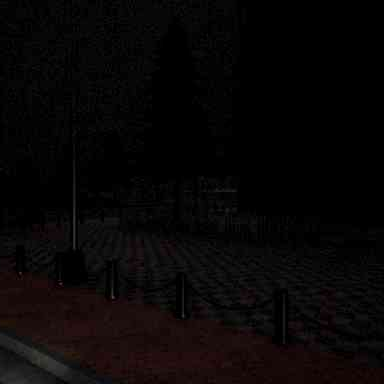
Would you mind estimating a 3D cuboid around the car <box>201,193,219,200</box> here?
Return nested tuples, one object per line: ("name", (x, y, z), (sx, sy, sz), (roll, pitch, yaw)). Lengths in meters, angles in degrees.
("car", (5.195, 1.384, 91.438), (3.806, 1.475, 1.970), (0, 0, 35))

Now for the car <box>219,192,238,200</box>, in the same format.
("car", (9.553, 1.374, 84.733), (3.633, 1.501, 1.845), (0, 0, 35))
